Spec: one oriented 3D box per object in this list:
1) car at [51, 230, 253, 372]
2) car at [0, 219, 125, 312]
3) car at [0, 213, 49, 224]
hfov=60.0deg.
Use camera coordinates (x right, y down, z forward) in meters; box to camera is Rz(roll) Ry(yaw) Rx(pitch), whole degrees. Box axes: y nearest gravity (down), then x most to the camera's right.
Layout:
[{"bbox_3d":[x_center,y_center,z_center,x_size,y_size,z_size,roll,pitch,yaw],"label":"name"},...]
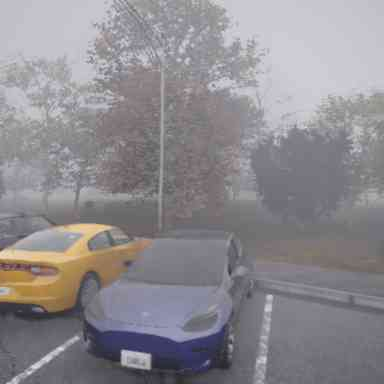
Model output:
[{"bbox_3d":[-0.005,1.513,6.058,2.163,1.488,4.792,1,-1,15],"label":"car"},{"bbox_3d":[-2.435,1.483,7.790,2.097,1.535,5.008,0,-1,15],"label":"car"},{"bbox_3d":[-4.883,1.358,9.462,2.185,1.767,4.553,0,-1,15],"label":"car"}]
